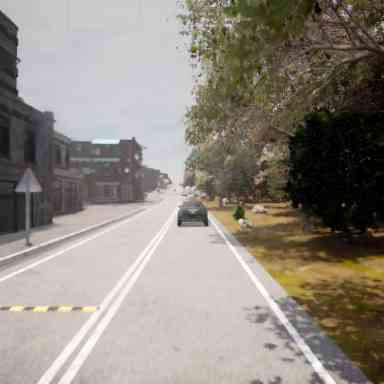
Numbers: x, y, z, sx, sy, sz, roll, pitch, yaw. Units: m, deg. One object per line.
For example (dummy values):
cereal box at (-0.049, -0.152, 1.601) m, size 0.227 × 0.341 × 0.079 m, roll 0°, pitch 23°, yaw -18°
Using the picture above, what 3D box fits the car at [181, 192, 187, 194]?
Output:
car at (-2.147, 0.882, 89.106) m, size 1.837 × 1.490 × 4.892 m, roll 0°, pitch 1°, yaw -3°

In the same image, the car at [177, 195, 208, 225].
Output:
car at (0.037, 1.348, 24.132) m, size 2.097 × 1.767 × 4.553 m, roll 0°, pitch 0°, yaw 0°

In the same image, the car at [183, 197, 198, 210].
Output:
car at (-0.217, 1.467, 42.435) m, size 1.837 × 1.490 × 4.892 m, roll 0°, pitch 0°, yaw -1°
